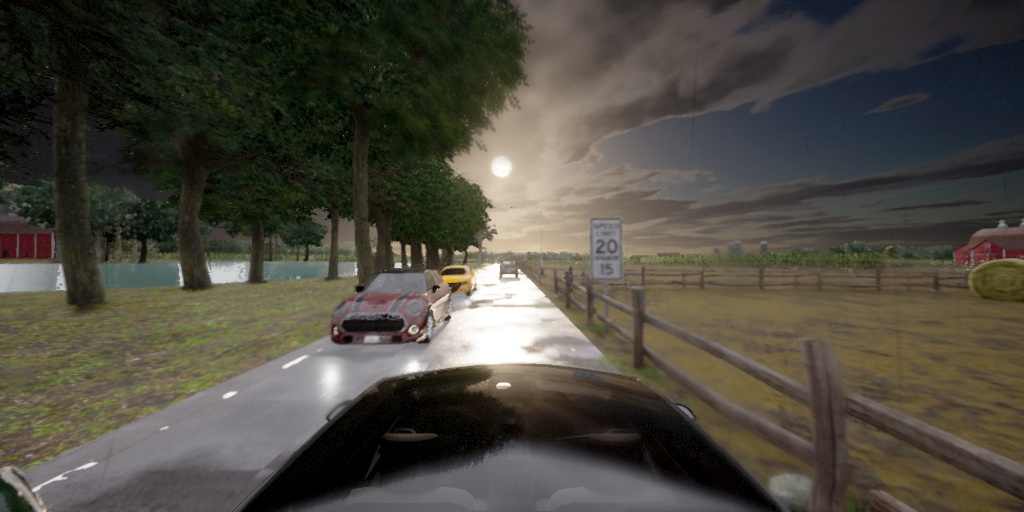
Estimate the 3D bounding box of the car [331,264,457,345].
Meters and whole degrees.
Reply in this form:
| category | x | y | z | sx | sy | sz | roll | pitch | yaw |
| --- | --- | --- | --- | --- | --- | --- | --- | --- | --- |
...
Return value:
| category | x | y | z | sx | sy | sz | roll | pitch | yaw |
| --- | --- | --- | --- | --- | --- | --- | --- | --- | --- |
| car | -2.925 | 1.131 | 9.654 | 2.097 | 1.767 | 4.553 | 0 | 0 | -1 |

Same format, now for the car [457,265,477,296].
| category | x | y | z | sx | sy | sz | roll | pitch | yaw |
| --- | --- | --- | --- | --- | --- | --- | --- | --- | --- |
| car | -3.055 | 1.278 | 20.010 | 1.882 | 1.535 | 5.008 | 0 | 0 | -1 |

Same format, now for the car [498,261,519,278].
| category | x | y | z | sx | sy | sz | roll | pitch | yaw |
| --- | --- | --- | --- | --- | --- | --- | --- | --- | --- |
| car | -0.313 | 1.326 | 35.757 | 2.128 | 1.511 | 4.902 | 0 | 0 | -1 |
